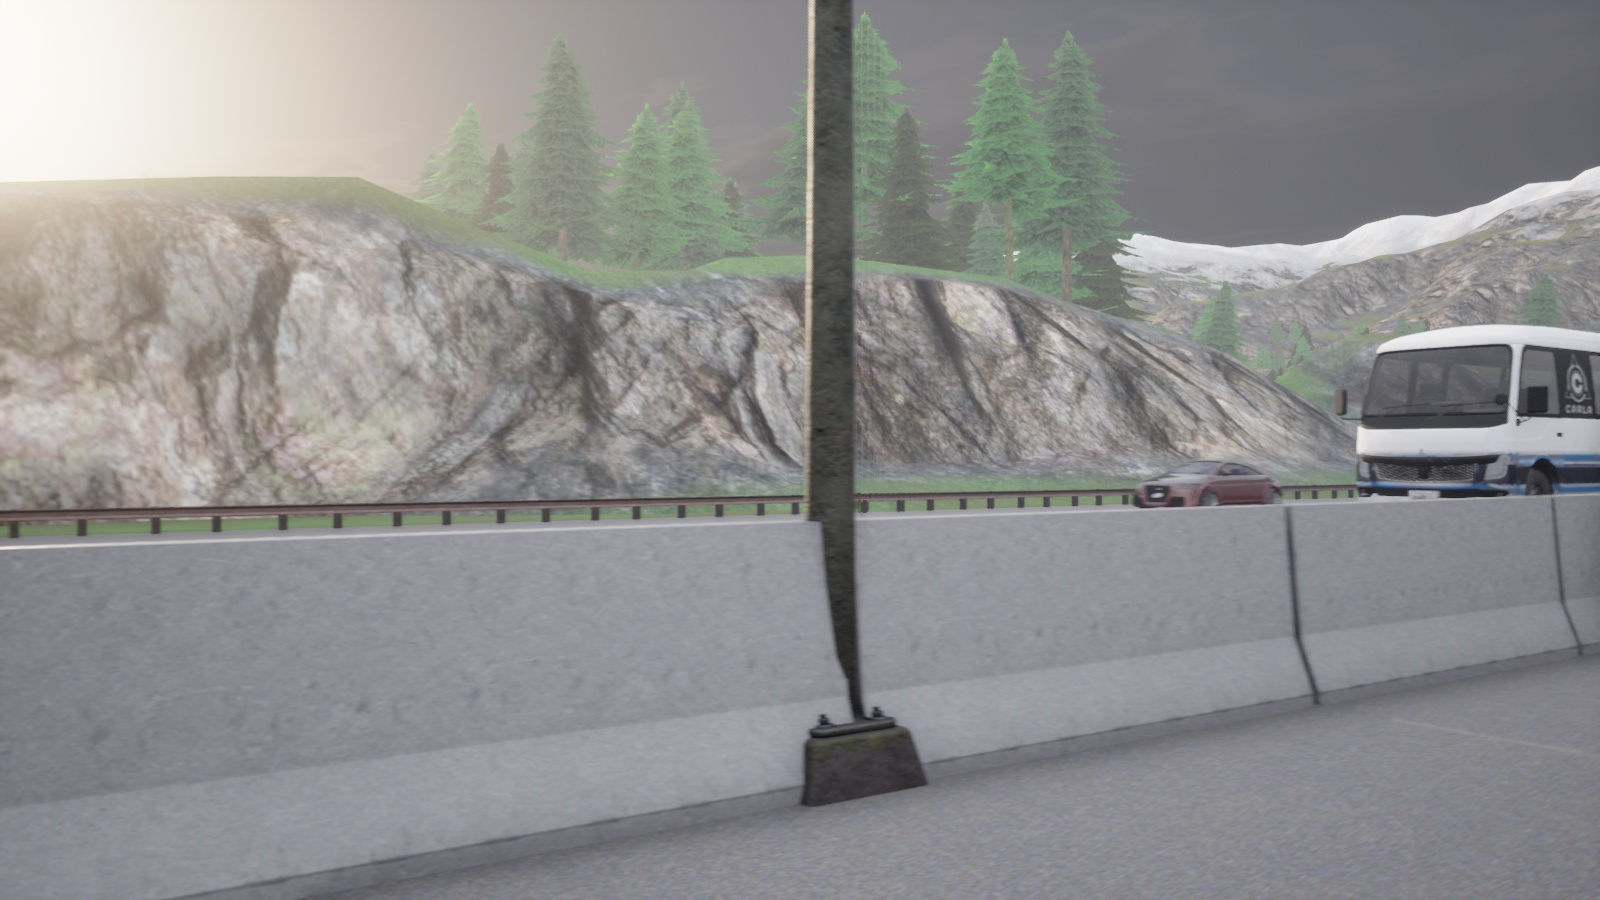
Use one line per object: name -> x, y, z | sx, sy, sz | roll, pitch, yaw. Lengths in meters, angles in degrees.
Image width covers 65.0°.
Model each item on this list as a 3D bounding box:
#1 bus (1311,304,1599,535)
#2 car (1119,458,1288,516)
bus -> 16.042, -0.549, 27.618 | 10.273, 4.253, 3.944 | 0, 0, -35
car -> 10.369, 0.911, 32.193 | 4.181, 1.385, 1.994 | 0, 0, -35
